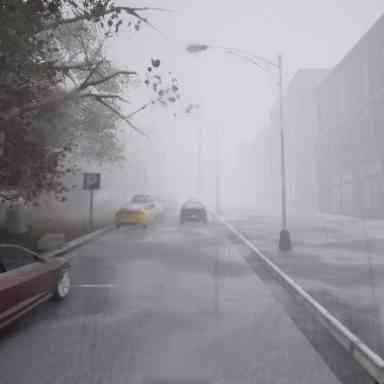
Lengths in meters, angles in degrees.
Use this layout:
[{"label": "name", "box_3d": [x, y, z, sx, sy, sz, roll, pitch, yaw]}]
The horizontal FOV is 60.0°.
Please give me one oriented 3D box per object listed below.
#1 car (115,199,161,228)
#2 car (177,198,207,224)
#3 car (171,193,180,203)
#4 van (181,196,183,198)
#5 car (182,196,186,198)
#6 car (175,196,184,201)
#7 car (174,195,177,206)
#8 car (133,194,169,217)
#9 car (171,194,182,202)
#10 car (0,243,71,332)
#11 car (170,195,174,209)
[{"label": "car", "box_3d": [-3.649, 1.477, 22.007, 2.097, 1.535, 5.008, 0, 0, 2]}, {"label": "car", "box_3d": [0.105, 1.474, 24.898, 1.882, 1.535, 5.008, 0, 0, 0]}, {"label": "car", "box_3d": [-3.644, 1.358, 55.403, 2.185, 1.767, 4.553, 0, 0, 2]}, {"label": "van", "box_3d": [-3.635, 1.269, 72.263, 1.878, 1.987, 4.442, 0, 0, 2]}, {"label": "car", "box_3d": [0.109, 1.543, 42.316, 2.033, 1.411, 5.357, 0, 0, 0]}, {"label": "car", "box_3d": [-3.617, 1.806, 94.420, 2.163, 1.488, 4.792, 1, -2, 2]}, {"label": "car", "box_3d": [-3.644, 1.476, 44.288, 2.097, 1.535, 5.008, 0, 0, 2]}, {"label": "car", "box_3d": [-3.647, 1.224, 27.611, 2.435, 2.045, 5.566, 0, 0, 2]}, {"label": "car", "box_3d": [-3.639, 1.373, 77.685, 2.185, 1.767, 4.553, 0, 0, 2]}, {"label": "car", "box_3d": [-3.651, 1.511, 5.328, 2.163, 1.488, 4.792, 0, 0, 2]}, {"label": "car", "box_3d": [-3.638, 1.472, 38.908, 1.946, 1.575, 5.366, 0, 0, 2]}]
